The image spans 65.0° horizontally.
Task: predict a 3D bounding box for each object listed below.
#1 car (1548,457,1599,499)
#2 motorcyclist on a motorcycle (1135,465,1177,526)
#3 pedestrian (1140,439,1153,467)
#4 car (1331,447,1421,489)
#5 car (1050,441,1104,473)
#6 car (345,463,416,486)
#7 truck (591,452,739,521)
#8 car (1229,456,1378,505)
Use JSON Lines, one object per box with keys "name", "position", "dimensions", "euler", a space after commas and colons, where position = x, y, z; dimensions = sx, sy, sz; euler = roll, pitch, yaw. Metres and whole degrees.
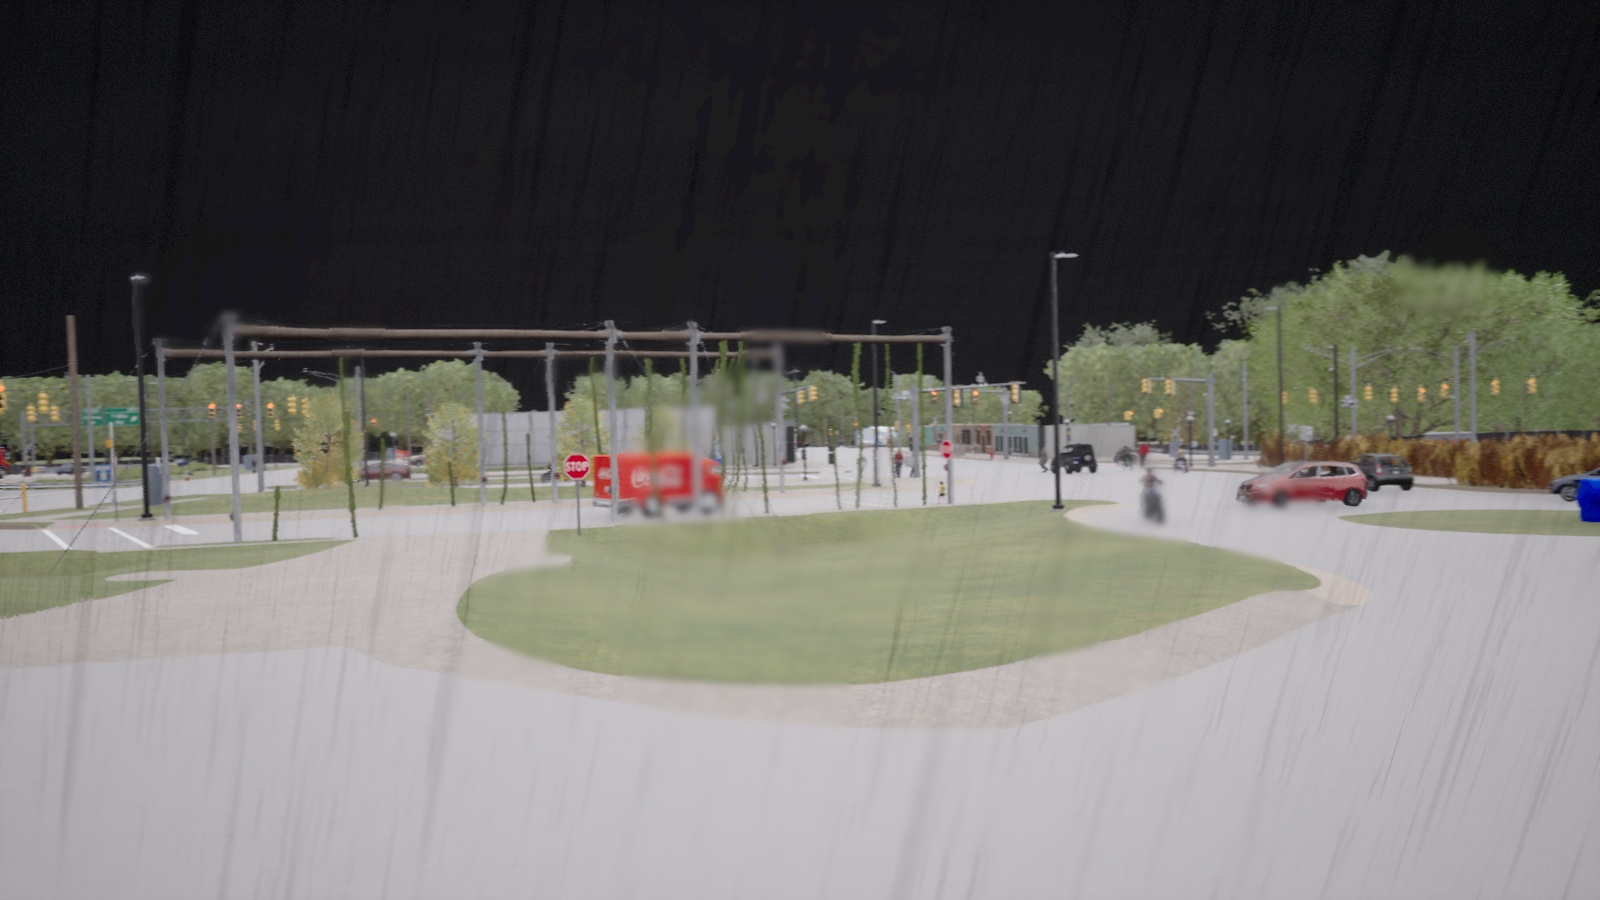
{"name": "car", "position": [30.845, 1.089, 47.476], "dimensions": [4.193, 1.474, 1.816], "euler": [1, 3, 38]}
{"name": "motorcyclist on a motorcycle", "position": [10.417, 1.304, 36.843], "dimensions": [0.766, 1.649, 2.350], "euler": [-1, 1, 6]}
{"name": "pedestrian", "position": [23.465, 0.226, 85.034], "dimensions": [0.634, 1.844, 0.899], "euler": [-1, 2, 23]}
{"name": "car", "position": [25.343, 0.777, 55.393], "dimensions": [1.851, 1.617, 3.988], "euler": [-2, 2, -5]}
{"name": "car", "position": [17.511, 0.452, 79.562], "dimensions": [1.905, 1.878, 3.866], "euler": [-2, 0, -11]}
{"name": "car", "position": [-31.169, 1.839, 93.508], "dimensions": [4.792, 1.488, 2.163], "euler": [-2, 1, -13]}
{"name": "truck", "position": [-5.312, 1.377, 49.817], "dimensions": [5.204, 2.467, 2.627], "euler": [-1, 1, -37]}
{"name": "car", "position": [18.582, 1.102, 46.459], "dimensions": [4.611, 1.667, 2.242], "euler": [-1, 0, -11]}
